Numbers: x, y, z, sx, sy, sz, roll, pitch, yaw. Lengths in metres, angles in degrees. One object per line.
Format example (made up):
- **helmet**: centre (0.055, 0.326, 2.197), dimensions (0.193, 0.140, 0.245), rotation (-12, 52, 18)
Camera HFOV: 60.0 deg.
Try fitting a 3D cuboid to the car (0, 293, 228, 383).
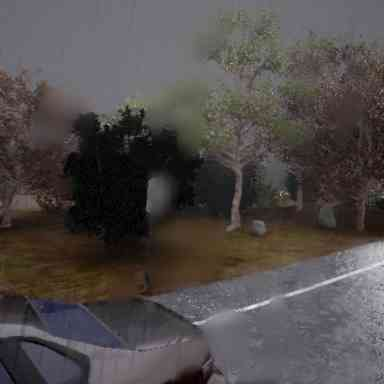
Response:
- **car**: centre (-2.248, 1.559, 2.129), dimensions (5.357, 1.411, 2.033), rotation (0, 0, -36)
